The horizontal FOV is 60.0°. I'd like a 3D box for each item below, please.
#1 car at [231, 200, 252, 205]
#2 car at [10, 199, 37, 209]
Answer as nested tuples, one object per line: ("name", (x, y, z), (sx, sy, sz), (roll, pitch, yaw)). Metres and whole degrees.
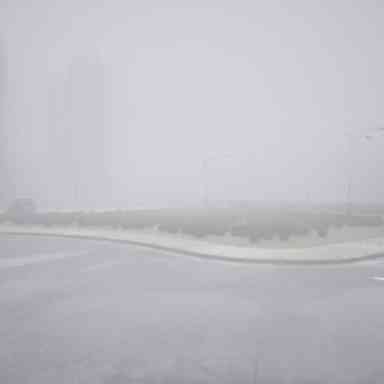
("car", (7.983, 1.950, 54.798), (1.994, 1.385, 4.181), (1, 0, -35))
("car", (-17.854, 1.541, 35.129), (2.242, 1.667, 4.611), (1, 0, -36))
